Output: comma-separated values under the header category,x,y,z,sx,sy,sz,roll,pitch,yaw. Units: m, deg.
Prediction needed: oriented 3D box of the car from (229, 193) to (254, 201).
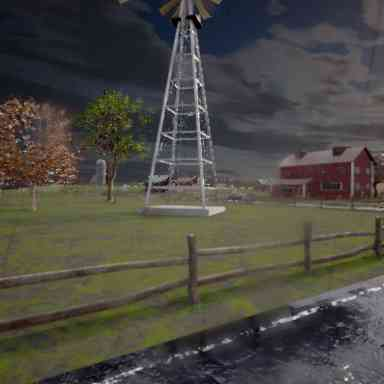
category,x,y,z,sx,sy,sz,roll,pitch,yaw
car,8.224,0.855,55.886,2.128,1.511,4.902,1,0,-35
